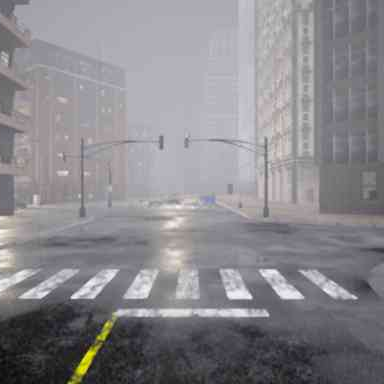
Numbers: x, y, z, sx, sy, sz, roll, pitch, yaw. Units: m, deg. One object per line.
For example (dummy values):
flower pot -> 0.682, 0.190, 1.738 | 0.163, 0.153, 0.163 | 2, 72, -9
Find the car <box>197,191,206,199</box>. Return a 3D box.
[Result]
car -> 2.573, 0.766, 88.338 | 2.192, 1.841, 5.009 | 0, 0, 0

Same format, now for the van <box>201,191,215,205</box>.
van -> 2.573, 0.993, 49.470 | 1.690, 1.788, 3.998 | 0, 0, 0

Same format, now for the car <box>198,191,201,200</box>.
car -> 2.573, 1.075, 71.680 | 1.887, 1.381, 4.507 | 0, 0, 0

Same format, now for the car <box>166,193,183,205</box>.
car -> -2.818, 1.250, 50.081 | 1.895, 1.301, 4.718 | 0, 0, 0

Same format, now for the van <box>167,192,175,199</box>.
van -> -5.306, 0.817, 82.784 | 1.690, 1.788, 3.998 | 0, 0, 0

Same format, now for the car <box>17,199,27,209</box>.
car -> -22.200, 1.474, 41.059 | 4.718, 1.301, 1.895 | 0, 0, 41

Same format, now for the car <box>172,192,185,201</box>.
car -> -2.761, 0.915, 65.491 | 2.097, 1.767, 4.553 | 0, 0, 0

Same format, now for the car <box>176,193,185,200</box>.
car -> -2.744, 1.007, 80.411 | 2.128, 1.511, 4.902 | 0, 0, 0

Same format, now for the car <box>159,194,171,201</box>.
car -> -5.308, 1.125, 66.130 | 1.947, 1.339, 4.313 | 0, 0, 0

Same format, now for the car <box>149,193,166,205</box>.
car -> -5.308, 1.179, 49.302 | 1.752, 1.417, 4.829 | 0, 0, 0
